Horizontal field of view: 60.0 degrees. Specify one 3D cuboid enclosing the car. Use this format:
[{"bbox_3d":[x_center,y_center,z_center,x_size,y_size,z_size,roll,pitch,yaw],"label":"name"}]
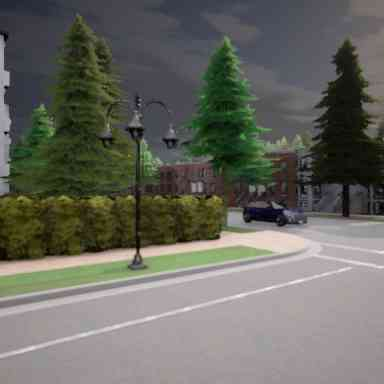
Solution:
[{"bbox_3d":[5.601,1.319,22.768,2.097,1.767,4.553,0,0,-34],"label":"car"}]
